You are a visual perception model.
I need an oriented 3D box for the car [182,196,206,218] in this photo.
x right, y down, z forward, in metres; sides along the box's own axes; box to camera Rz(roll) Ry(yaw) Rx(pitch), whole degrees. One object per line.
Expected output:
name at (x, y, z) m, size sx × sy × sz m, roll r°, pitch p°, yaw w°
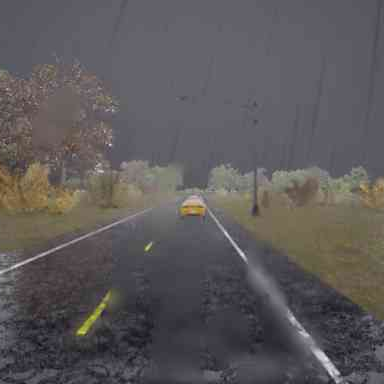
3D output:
car at (0.128, 1.358, 28.306) m, size 1.882 × 1.535 × 5.008 m, roll 0°, pitch 0°, yaw 1°
